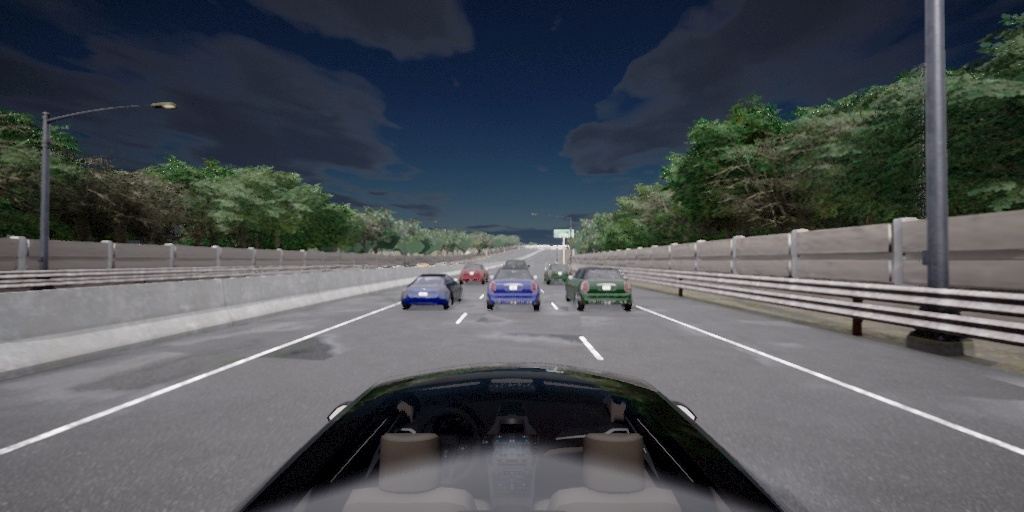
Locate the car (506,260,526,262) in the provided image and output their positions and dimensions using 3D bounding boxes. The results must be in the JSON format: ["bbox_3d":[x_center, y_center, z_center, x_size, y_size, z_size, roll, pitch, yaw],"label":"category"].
[{"bbox_3d":[0.344,1.327,30.492,2.150,2.045,5.566,0,-1,1],"label":"car"}]

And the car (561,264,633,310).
[{"bbox_3d":[3.579,1.254,15.581,2.097,1.767,4.553,0,-1,1],"label":"car"}]

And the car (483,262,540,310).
[{"bbox_3d":[0.078,1.253,15.622,2.097,1.767,4.553,0,-1,1],"label":"car"}]

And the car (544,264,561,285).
[{"bbox_3d":[3.845,1.461,30.429,2.097,1.767,4.553,0,-1,1],"label":"car"}]

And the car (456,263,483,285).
[{"bbox_3d":[-3.152,1.460,30.598,2.097,1.767,4.553,0,-1,1],"label":"car"}]

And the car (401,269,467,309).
[{"bbox_3d":[-3.415,1.470,15.911,1.994,1.385,4.181,0,-1,1],"label":"car"}]
